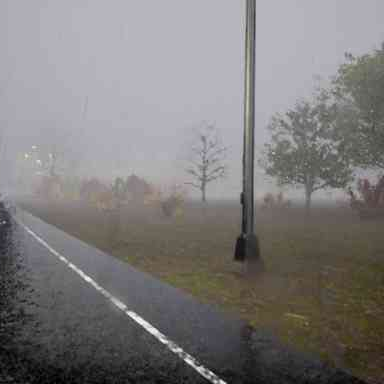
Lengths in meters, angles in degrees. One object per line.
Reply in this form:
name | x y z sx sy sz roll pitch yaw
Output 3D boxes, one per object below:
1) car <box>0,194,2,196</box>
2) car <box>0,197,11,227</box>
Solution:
car | -20.927 0.729 34.189 2.150 2.045 5.566 1 0 -32
car | -11.831 1.228 19.575 1.837 1.490 4.892 1 1 -32
